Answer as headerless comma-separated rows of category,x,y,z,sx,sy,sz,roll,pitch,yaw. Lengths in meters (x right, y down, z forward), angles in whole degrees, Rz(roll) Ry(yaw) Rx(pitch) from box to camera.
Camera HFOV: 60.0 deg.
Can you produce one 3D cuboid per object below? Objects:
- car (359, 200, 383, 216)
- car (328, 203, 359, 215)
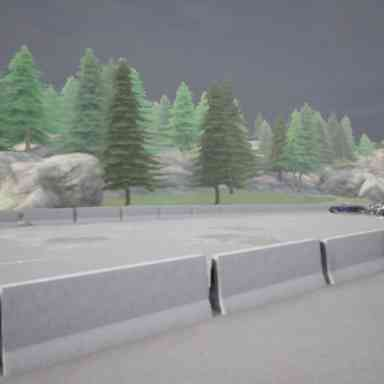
car,20.496,1.627,35.803,4.553,1.767,2.097,1,-1,-35
car,17.683,1.862,38.100,4.718,1.301,1.895,1,-1,-35
